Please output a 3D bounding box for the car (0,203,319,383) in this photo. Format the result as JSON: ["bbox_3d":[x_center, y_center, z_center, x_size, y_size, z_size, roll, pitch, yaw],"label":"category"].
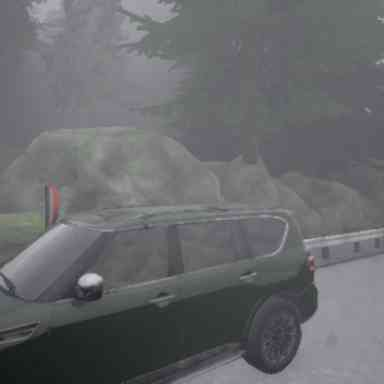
[{"bbox_3d":[-0.785,1.210,4.047,5.566,2.045,2.150,-1,0,-35],"label":"car"}]
